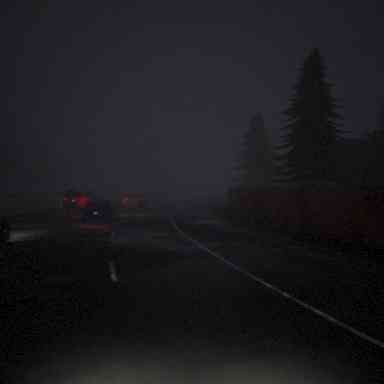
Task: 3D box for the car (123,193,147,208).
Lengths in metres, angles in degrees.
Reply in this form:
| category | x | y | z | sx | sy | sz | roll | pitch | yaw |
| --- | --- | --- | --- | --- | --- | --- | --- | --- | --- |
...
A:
| category | x | y | z | sx | sy | sz | roll | pitch | yaw |
| --- | --- | --- | --- | --- | --- | --- | --- | --- | --- |
| car | -6.725 | 0.954 | 39.866 | 2.097 | 1.767 | 4.553 | 1 | 0 | 3 |

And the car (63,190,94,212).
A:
| category | x | y | z | sx | sy | sz | roll | pitch | yaw |
| --- | --- | --- | --- | --- | --- | --- | --- | --- | --- |
| car | -10.496 | 0.814 | 31.886 | 2.150 | 2.045 | 5.566 | 1 | 0 | -1 |

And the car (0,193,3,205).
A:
| category | x | y | z | sx | sy | sz | roll | pitch | yaw |
| --- | --- | --- | --- | --- | --- | --- | --- | --- | --- |
| car | -24.491 | 0.823 | 38.895 | 1.812 | 1.442 | 4.674 | 1 | 0 | 3 |

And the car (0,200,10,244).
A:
| category | x | y | z | sx | sy | sz | roll | pitch | yaw |
| --- | --- | --- | --- | --- | --- | --- | --- | --- | --- |
| car | -7.846 | 1.135 | 11.243 | 2.097 | 1.767 | 4.553 | 1 | 0 | -14 |

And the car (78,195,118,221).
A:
| category | x | y | z | sx | sy | sz | roll | pitch | yaw |
| --- | --- | --- | --- | --- | --- | --- | --- | --- | --- |
| car | -6.490 | 1.196 | 23.853 | 1.882 | 1.535 | 5.008 | 1 | 0 | -7 |
